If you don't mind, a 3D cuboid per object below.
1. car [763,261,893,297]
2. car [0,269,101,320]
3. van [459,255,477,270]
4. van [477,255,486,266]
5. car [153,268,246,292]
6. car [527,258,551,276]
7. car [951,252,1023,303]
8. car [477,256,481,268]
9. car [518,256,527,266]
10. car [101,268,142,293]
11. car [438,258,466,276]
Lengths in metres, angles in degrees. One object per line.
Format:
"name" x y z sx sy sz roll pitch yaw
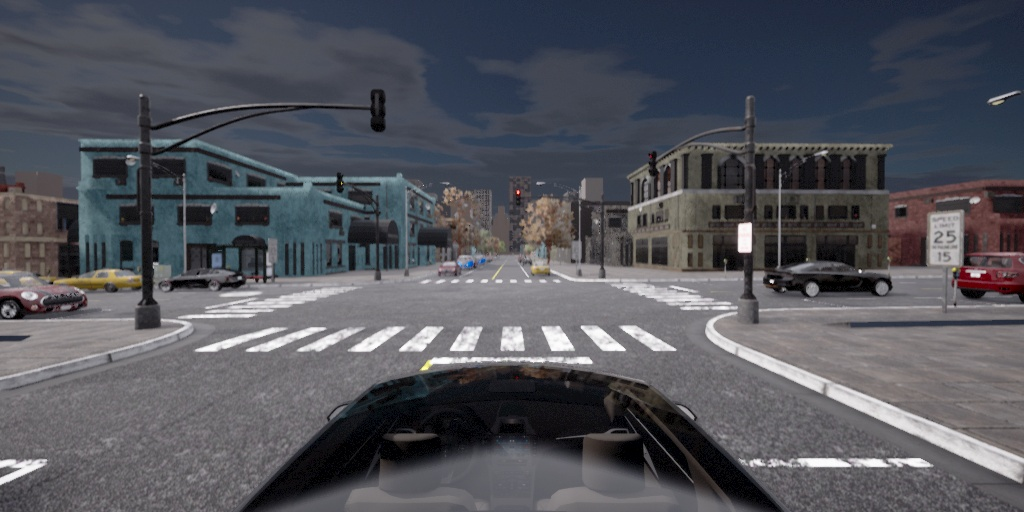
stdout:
"car" 14.178 0.968 16.201 5.008 1.535 1.882 -1 1 -1
"car" -18.091 1.359 12.915 4.097 1.591 1.967 0 0 -1
"van" -5.770 0.839 44.563 1.690 1.789 3.998 0 0 0
"van" -5.803 0.741 61.201 1.690 1.789 3.998 0 0 0
"car" -18.227 1.363 21.261 4.313 1.339 1.948 0 0 -1
"car" 2.631 1.089 33.657 1.751 1.417 4.829 0 0 0
"car" 19.925 0.775 13.635 5.009 1.841 2.192 0 0 -1
"car" -5.782 1.011 50.110 1.888 1.381 4.507 0 0 0
"car" 2.578 0.950 61.218 2.007 1.370 4.403 0 0 0
"car" -24.050 1.390 21.146 4.829 1.417 1.751 0 0 -1
"car" -5.749 1.146 33.471 1.802 1.307 4.207 0 0 0
